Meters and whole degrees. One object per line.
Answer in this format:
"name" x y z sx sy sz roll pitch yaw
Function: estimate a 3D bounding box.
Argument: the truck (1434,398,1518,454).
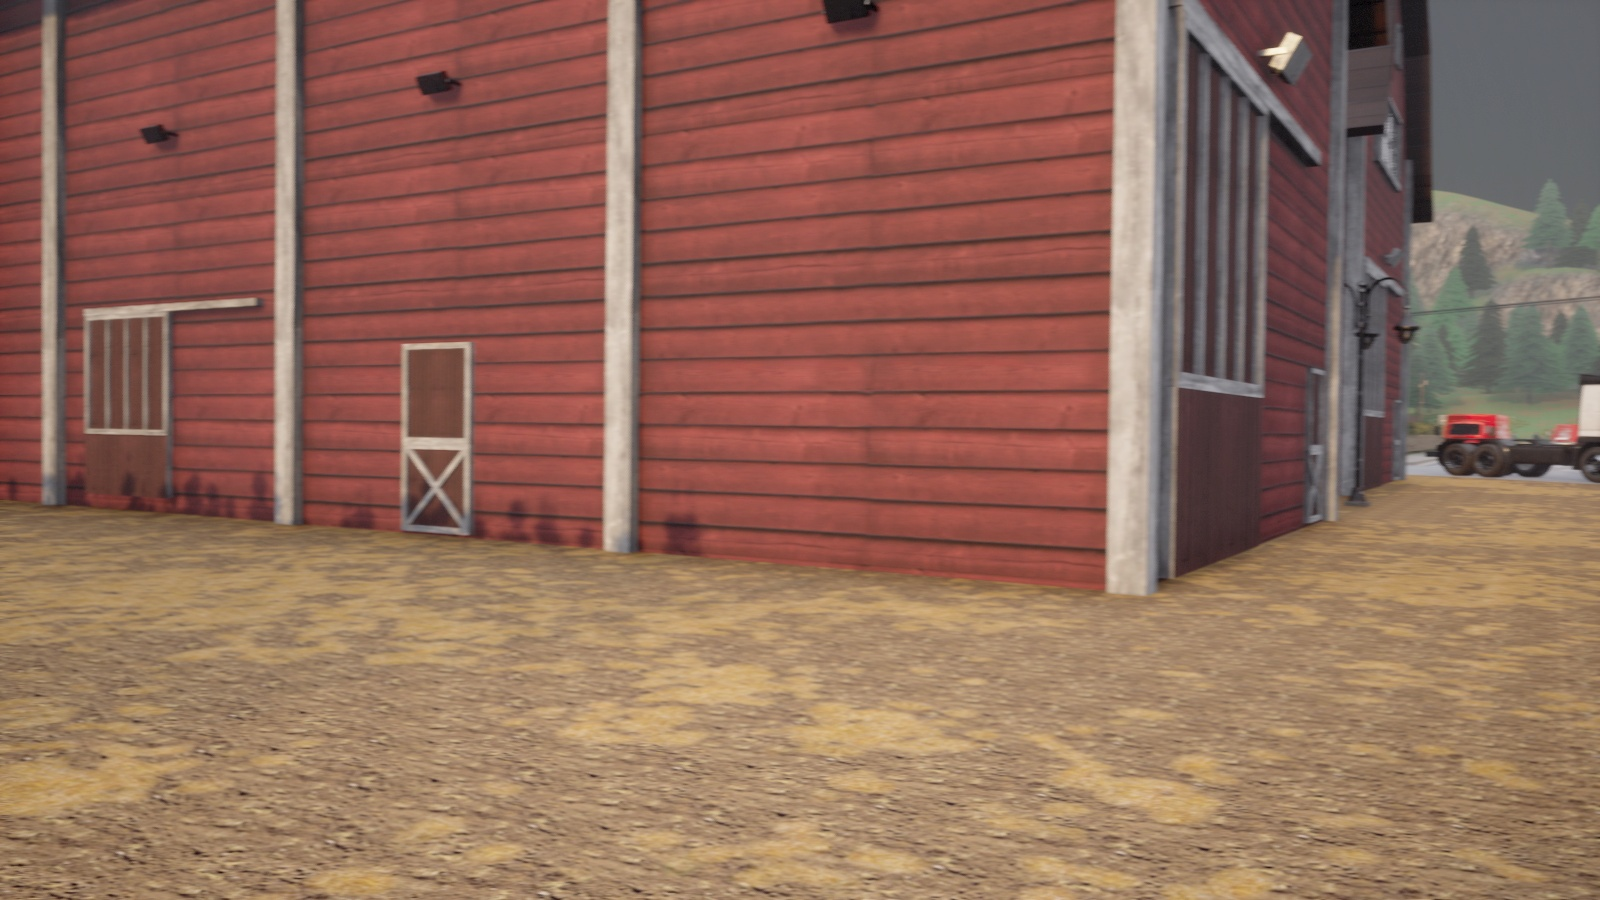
"truck" 31.766 -1.138 58.922 2.627 2.467 5.204 0 2 38

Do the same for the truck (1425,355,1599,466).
"truck" 25.454 -1.300 42.163 2.891 3.462 7.936 -1 1 -25
